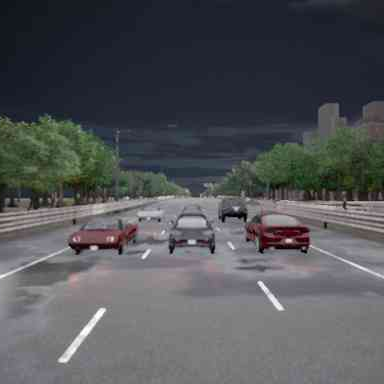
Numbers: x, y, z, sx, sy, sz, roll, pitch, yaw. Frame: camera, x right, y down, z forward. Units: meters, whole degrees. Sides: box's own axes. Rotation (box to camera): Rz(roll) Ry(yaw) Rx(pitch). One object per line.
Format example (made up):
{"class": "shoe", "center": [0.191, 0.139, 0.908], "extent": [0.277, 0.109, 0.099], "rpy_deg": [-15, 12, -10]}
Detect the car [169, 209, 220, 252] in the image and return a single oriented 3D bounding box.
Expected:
{"class": "car", "center": [0.004, 1.663, 14.388], "extent": [1.812, 1.442, 4.674], "rpy_deg": [0, 0, 0]}

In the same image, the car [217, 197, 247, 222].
{"class": "car", "center": [3.499, 1.487, 29.020], "extent": [2.150, 2.045, 5.566], "rpy_deg": [0, 0, 0]}

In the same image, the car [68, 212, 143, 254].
{"class": "car", "center": [-3.499, 1.736, 14.115], "extent": [1.895, 1.301, 4.718], "rpy_deg": [0, -1, 0]}

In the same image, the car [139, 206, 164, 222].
{"class": "car", "center": [-3.500, 1.872, 29.112], "extent": [1.895, 1.301, 4.718], "rpy_deg": [0, 0, 0]}

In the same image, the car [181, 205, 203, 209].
{"class": "car", "center": [0.004, 1.837, 29.291], "extent": [1.994, 1.385, 4.181], "rpy_deg": [0, 0, 0]}

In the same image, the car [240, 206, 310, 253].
{"class": "car", "center": [3.506, 1.616, 14.470], "extent": [1.882, 1.535, 5.008], "rpy_deg": [0, 0, 0]}
